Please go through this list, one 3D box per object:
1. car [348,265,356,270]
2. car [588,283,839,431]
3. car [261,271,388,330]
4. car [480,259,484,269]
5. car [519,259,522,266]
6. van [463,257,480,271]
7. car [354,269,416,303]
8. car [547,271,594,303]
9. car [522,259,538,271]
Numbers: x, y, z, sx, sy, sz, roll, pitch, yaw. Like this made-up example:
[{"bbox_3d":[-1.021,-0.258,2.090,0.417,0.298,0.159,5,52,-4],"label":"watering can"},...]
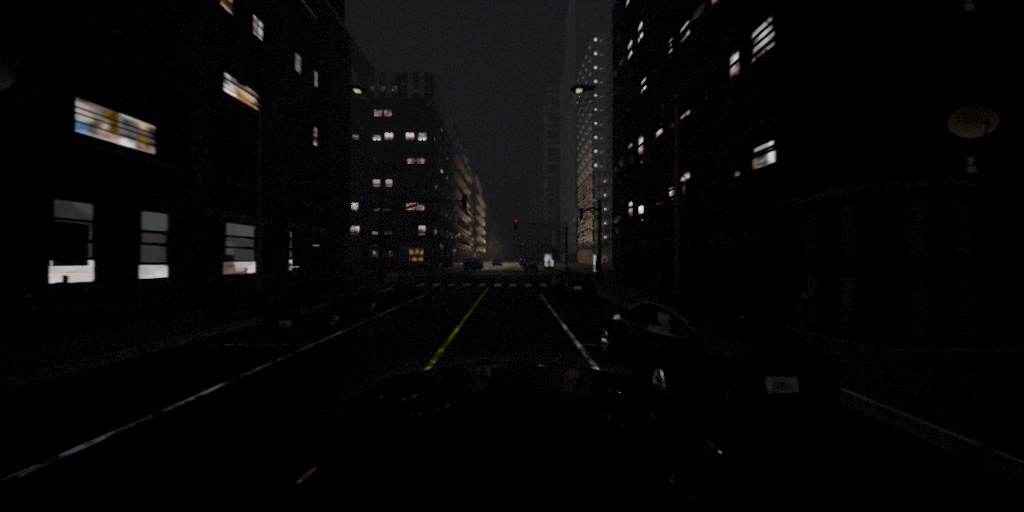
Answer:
[{"bbox_3d":[-18.811,1.144,37.923,4.313,1.339,1.948,0,0,0],"label":"car"},{"bbox_3d":[2.689,1.320,5.652,1.948,1.339,4.313,0,0,0],"label":"car"},{"bbox_3d":[-5.695,1.326,11.184,1.948,1.339,4.313,0,0,0],"label":"car"},{"bbox_3d":[-5.714,1.140,54.630,2.192,1.841,5.009,0,0,0],"label":"car"},{"bbox_3d":[2.665,1.275,60.160,1.967,1.591,4.097,0,0,0],"label":"car"},{"bbox_3d":[-5.711,1.156,49.102,1.690,1.789,3.998,0,0,0],"label":"van"},{"bbox_3d":[-5.697,1.349,16.708,1.802,1.307,4.207,0,0,0],"label":"car"},{"bbox_3d":[2.684,1.333,16.700,1.948,1.339,4.313,0,0,0],"label":"car"},{"bbox_3d":[2.670,1.398,49.104,1.802,1.307,4.207,0,0,0],"label":"car"}]
